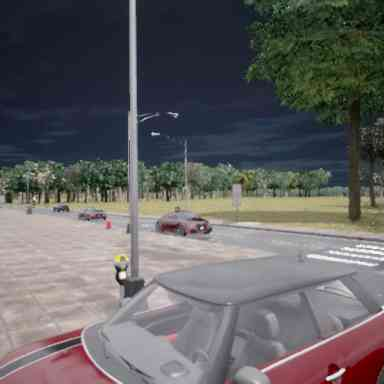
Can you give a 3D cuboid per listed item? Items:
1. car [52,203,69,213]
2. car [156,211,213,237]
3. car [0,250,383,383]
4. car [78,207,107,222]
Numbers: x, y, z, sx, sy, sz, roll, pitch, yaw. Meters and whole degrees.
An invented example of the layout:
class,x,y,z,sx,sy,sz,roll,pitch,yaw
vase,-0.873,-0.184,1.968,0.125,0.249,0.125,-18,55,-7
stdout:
class,x,y,z,sx,sy,sz,roll,pitch,yaw
car,-22.131,2.665,56.070,1.837,1.490,4.892,-1,-1,-36
car,-0.583,1.931,20.827,1.994,1.385,4.181,-1,-1,-36
car,0.141,1.446,2.925,4.097,1.590,1.967,0,-1,-36
car,-10.360,2.265,34.533,1.994,1.385,4.181,-1,-1,-35
